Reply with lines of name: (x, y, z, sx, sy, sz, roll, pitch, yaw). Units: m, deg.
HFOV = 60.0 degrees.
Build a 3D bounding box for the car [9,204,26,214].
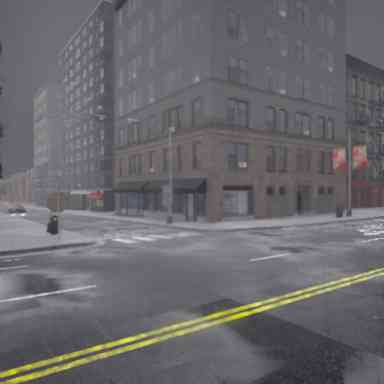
car: (-27.302, 2.644, 51.941, 1.994, 1.385, 4.181, 0, -1, -35)
